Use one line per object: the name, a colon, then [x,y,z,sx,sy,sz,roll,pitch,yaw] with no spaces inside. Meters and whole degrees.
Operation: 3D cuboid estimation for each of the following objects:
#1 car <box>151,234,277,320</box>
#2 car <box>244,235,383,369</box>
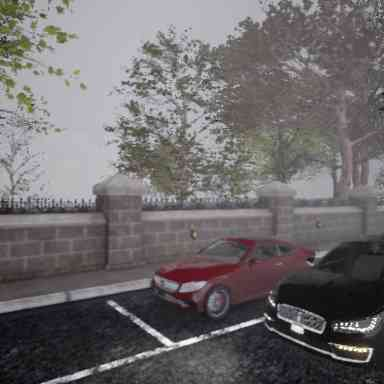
car: [1.144,1.640,7.374,4.206,1.307,1.802,1,0,-35]
car: [3.362,1.572,5.771,4.892,1.490,1.837,1,0,-35]
